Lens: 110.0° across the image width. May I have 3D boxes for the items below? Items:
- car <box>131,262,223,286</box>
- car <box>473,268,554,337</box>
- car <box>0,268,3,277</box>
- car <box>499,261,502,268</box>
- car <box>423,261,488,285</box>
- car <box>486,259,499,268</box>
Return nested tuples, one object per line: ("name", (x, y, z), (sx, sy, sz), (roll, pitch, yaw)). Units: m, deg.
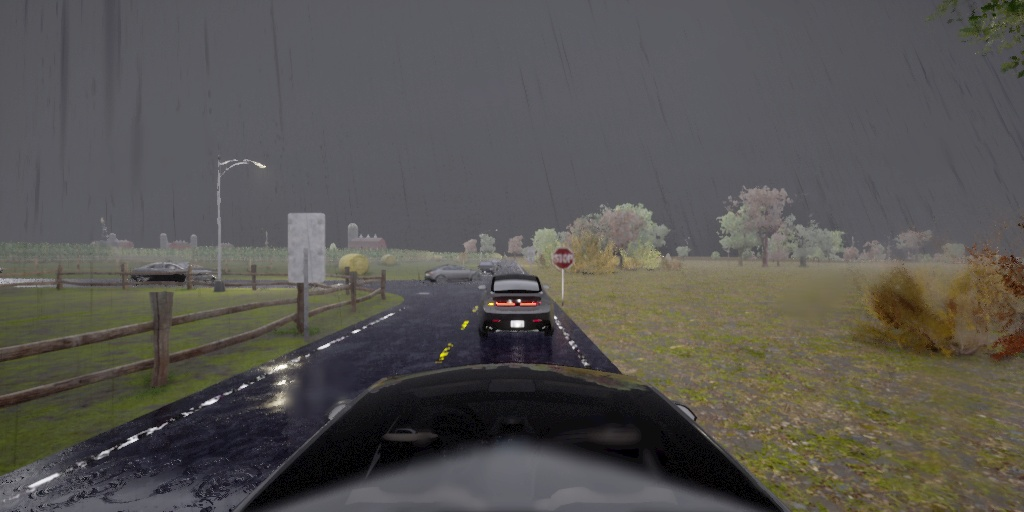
("car", (-21.333, 1.118, 22.992), (4.902, 1.511, 2.128), (0, 1, -1))
("car", (0.068, 1.252, 10.341), (1.837, 1.490, 4.892), (0, 0, -1))
("car", (-36.355, 0.743, 22.839), (5.566, 2.045, 2.150), (0, 1, -1))
("car", (-2.836, 1.256, 50.581), (2.128, 1.511, 4.902), (0, 0, 0))
("car", (-4.264, 1.287, 26.018), (4.181, 1.385, 1.994), (1, 0, -35))
("car", (-2.848, 1.303, 40.392), (2.033, 1.411, 5.357), (0, 0, 0))
